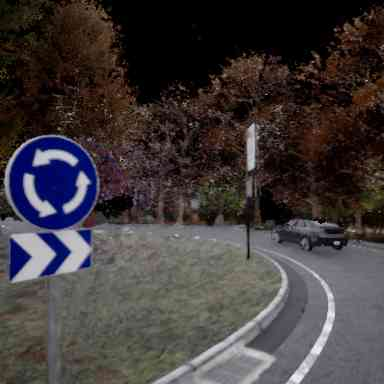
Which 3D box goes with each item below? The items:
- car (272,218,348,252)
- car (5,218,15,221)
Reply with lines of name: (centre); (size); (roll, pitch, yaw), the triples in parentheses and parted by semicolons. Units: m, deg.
car: (5.883, 2.096, 17.189); (1.837, 1.490, 4.892); (2, -2, -14)
car: (-41.992, 6.681, 76.830); (1.837, 1.490, 4.892); (0, -6, -24)
